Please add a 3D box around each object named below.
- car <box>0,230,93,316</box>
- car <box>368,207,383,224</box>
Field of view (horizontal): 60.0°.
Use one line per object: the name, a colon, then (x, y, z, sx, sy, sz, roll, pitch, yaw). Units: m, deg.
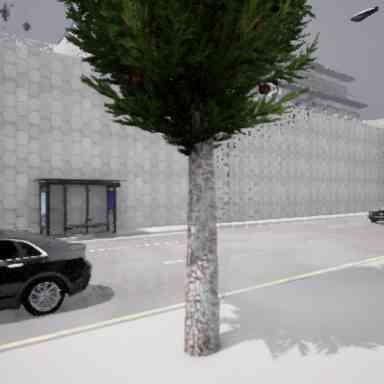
car: (-4.308, 1.502, 5.934, 4.892, 1.490, 1.837, 0, 0, -35)
car: (14.500, 1.576, 23.610, 4.718, 1.301, 1.895, 0, 0, -35)
